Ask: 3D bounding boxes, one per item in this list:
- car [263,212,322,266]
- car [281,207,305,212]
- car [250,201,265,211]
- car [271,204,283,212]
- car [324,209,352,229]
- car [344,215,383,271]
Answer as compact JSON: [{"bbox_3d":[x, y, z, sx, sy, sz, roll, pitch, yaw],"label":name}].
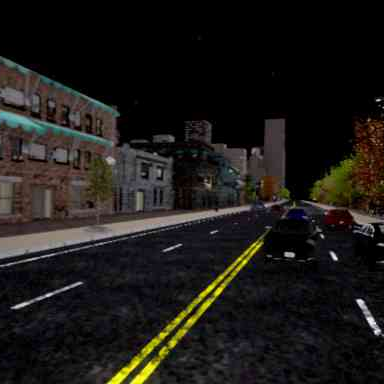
[{"bbox_3d":[3.864,1.775,12.820,1.837,1.490,4.892,1,0,19],"label":"car"},{"bbox_3d":[8.720,2.115,27.719,1.812,1.442,4.674,1,0,19],"label":"car"},{"bbox_3d":[11.355,2.379,57.128,2.097,1.767,4.553,1,-1,19],"label":"car"},{"bbox_3d":[14.474,2.667,56.231,1.994,1.385,4.181,1,-1,18],"label":"car"},{"bbox_3d":[11.973,2.152,27.199,1.882,1.535,5.008,1,0,19],"label":"car"},{"bbox_3d":[6.942,1.834,11.781,2.128,1.511,4.902,1,-1,19],"label":"car"}]
